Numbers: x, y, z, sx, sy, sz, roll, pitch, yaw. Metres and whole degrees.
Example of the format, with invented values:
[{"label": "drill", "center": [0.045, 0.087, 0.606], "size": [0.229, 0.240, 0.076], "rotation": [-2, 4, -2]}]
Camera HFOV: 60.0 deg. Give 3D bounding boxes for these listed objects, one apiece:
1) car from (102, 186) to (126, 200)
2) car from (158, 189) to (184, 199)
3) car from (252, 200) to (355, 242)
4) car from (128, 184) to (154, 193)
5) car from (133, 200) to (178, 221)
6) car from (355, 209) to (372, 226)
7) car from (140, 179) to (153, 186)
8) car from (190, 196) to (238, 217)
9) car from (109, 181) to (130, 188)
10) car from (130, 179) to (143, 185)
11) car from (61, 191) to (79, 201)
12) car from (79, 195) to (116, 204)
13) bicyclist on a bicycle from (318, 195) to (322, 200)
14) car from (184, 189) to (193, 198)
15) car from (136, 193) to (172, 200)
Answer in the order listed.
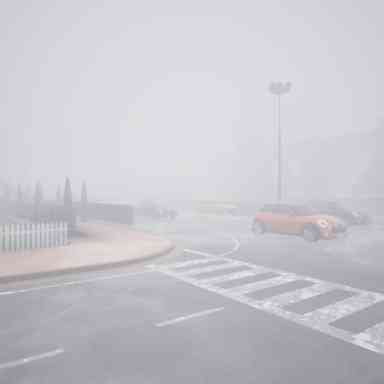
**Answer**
[{"label": "car", "center": [-12.239, 0.375, 51.118], "size": [1.812, 1.442, 4.674], "rotation": [0, 6, -37]}, {"label": "car", "center": [-4.145, 0.256, 58.099], "size": [1.882, 1.535, 5.008], "rotation": [0, 6, -37]}, {"label": "car", "center": [5.185, 1.351, 16.463], "size": [2.097, 1.767, 4.553], "rotation": [0, 0, -37]}, {"label": "car", "center": [-8.532, 0.058, 57.942], "size": [2.033, 1.411, 5.357], "rotation": [0, 6, -37]}, {"label": "car", "center": [-3.118, 1.593, 27.384], "size": [1.895, 1.301, 4.718], "rotation": [0, 0, -37]}, {"label": "car", "center": [9.496, 1.351, 22.356], "size": [2.097, 1.767, 4.553], "rotation": [0, 0, -37]}, {"label": "car", "center": [-10.479, -1.827, 72.201], "size": [2.150, 2.045, 5.566], "rotation": [0, 7, -37]}, {"label": "car", "center": [2.242, 1.469, 31.907], "size": [1.882, 1.535, 5.008], "rotation": [0, 0, -37]}, {"label": "car", "center": [-14.795, -1.300, 66.276], "size": [1.882, 1.535, 5.008], "rotation": [0, 7, -37]}, {"label": "car", "center": [-12.803, -1.487, 69.619], "size": [1.882, 1.535, 5.008], "rotation": [0, 7, -37]}, {"label": "car", "center": [-16.840, 0.572, 45.582], "size": [1.994, 1.385, 4.181], "rotation": [0, 5, -36]}, {"label": "car", "center": [-10.735, 1.319, 37.430], "size": [1.895, 1.301, 4.718], "rotation": [0, 3, -37]}, {"label": "bicyclist on a bicycle", "center": [18.084, 1.291, 47.388], "size": [1.656, 1.620, 0.582], "rotation": [0, 0, -37]}, {"label": "car", "center": [-1.802, 0.180, 60.806], "size": [1.882, 1.535, 5.008], "rotation": [0, 5, -37]}, {"label": "car", "center": [-5.154, 1.265, 41.654], "size": [2.033, 1.411, 5.357], "rotation": [0, 3, -37]}]
